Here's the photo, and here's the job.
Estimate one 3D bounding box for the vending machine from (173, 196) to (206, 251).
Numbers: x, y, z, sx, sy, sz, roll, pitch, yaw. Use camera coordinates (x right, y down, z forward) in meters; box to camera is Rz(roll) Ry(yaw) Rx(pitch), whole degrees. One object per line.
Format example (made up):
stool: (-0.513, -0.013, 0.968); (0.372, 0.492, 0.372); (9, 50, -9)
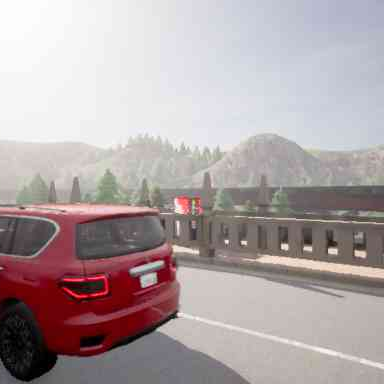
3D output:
vending machine: (-0.081, 1.198, 13.286); (0.880, 2.100, 1.100); (0, 0, 31)

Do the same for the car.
car: (-2.802, 1.221, 5.657); (5.566, 2.045, 2.150); (0, 0, 33)

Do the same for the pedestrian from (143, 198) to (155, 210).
pedestrian: (-1.667, 1.144, 12.526); (0.375, 1.860, 0.375); (0, 0, 31)
